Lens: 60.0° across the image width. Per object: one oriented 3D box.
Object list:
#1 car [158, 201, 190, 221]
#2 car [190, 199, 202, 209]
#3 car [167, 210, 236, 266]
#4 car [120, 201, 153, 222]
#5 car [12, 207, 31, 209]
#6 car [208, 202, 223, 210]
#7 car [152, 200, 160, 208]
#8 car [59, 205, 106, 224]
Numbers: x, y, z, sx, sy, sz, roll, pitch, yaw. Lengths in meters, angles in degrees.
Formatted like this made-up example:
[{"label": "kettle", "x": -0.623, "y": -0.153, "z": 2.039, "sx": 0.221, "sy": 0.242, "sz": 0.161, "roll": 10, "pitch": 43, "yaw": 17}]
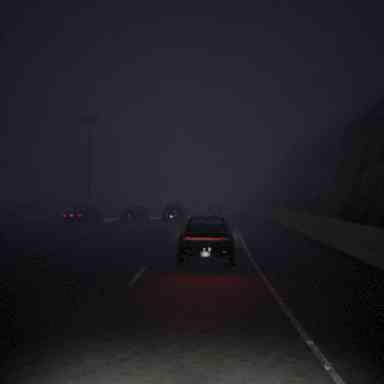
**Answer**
[{"label": "car", "x": -1.541, "y": 1.839, "z": 30.346, "sx": 1.837, "sy": 1.490, "sz": 4.892, "roll": 0, "pitch": -1, "yaw": 5}, {"label": "car", "x": 0.639, "y": 1.985, "z": 56.800, "sx": 2.097, "sy": 1.767, "sz": 4.553, "roll": 0, "pitch": 0, "yaw": 4}, {"label": "car", "x": 0.552, "y": 1.629, "z": 12.142, "sx": 2.128, "sy": 1.511, "sz": 4.902, "roll": 0, "pitch": -1, "yaw": 4}, {"label": "car", "x": -5.087, "y": 1.848, "z": 29.946, "sx": 1.812, "sy": 1.442, "sz": 4.674, "roll": 0, "pitch": -1, "yaw": 5}, {"label": "car", "x": -21.661, "y": 2.046, "z": 44.087, "sx": 1.895, "sy": 1.301, "sz": 4.718, "roll": 0, "pitch": -1, "yaw": 5}, {"label": "car", "x": 3.093, "y": 2.058, "z": 43.978, "sx": 1.994, "sy": 1.385, "sz": 4.181, "roll": 0, "pitch": -1, "yaw": 5}, {"label": "car", "x": -6.302, "y": 2.175, "z": 57.836, "sx": 2.033, "sy": 1.411, "sz": 5.357, "roll": 0, "pitch": -1, "yaw": 5}, {"label": "car", "x": -8.811, "y": 1.835, "z": 27.448, "sx": 2.033, "sy": 1.411, "sz": 5.357, "roll": 0, "pitch": -1, "yaw": 5}]
